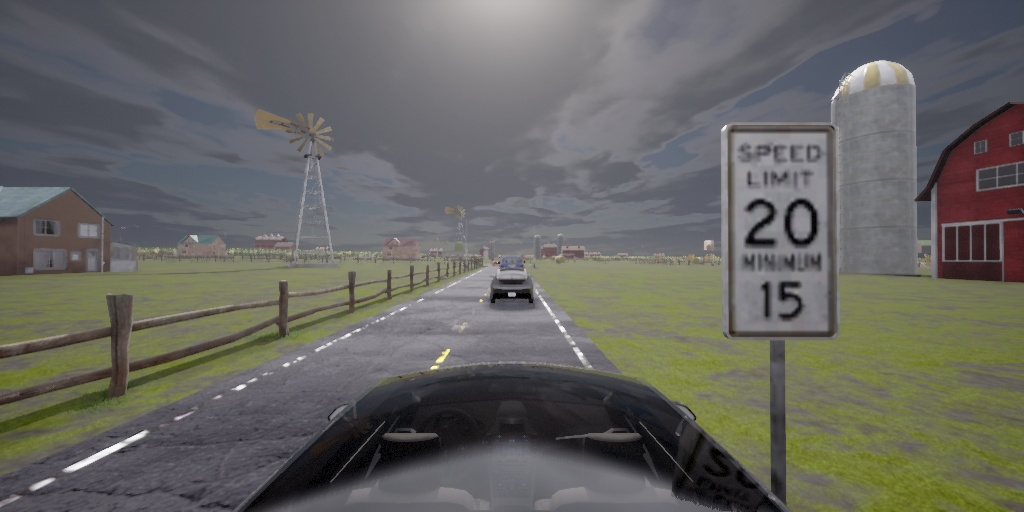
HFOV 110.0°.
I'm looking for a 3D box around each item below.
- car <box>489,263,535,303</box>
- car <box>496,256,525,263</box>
[{"bbox_3d":[0.000,1.268,16.500,1.837,1.490,4.892,0,0,0],"label":"car"},{"bbox_3d":[0.000,1.009,31.531,2.150,2.045,5.566,0,0,0],"label":"car"}]
